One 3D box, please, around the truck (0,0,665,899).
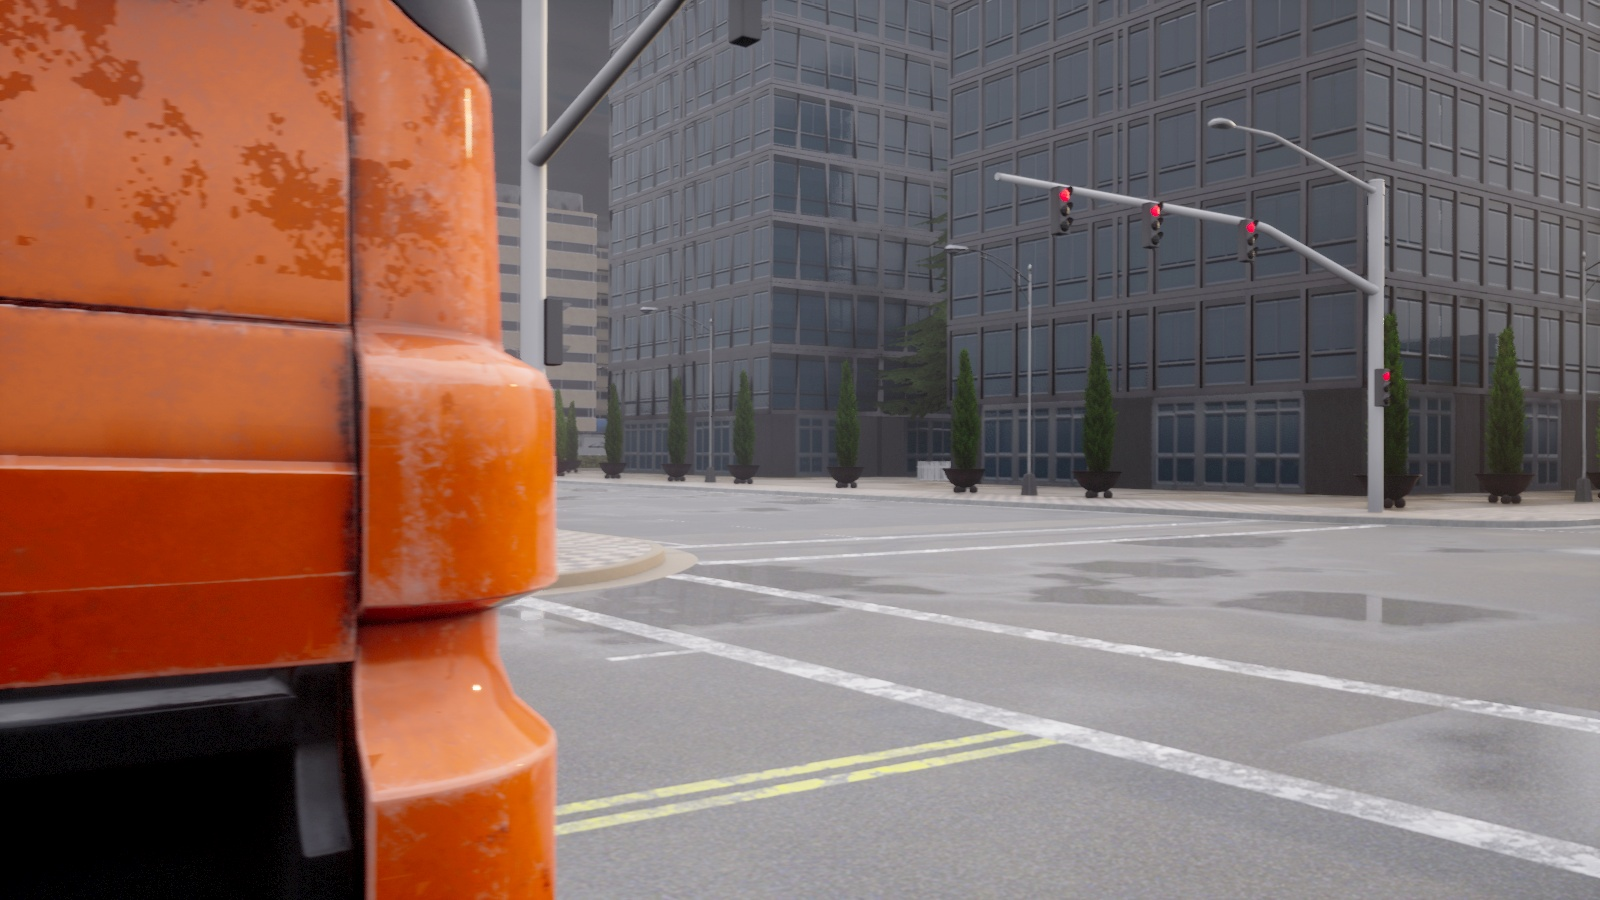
[{"bbox_3d":[-4.278,-0.231,0.690,7.936,3.462,2.891,0,0,-35],"label":"truck"}]
